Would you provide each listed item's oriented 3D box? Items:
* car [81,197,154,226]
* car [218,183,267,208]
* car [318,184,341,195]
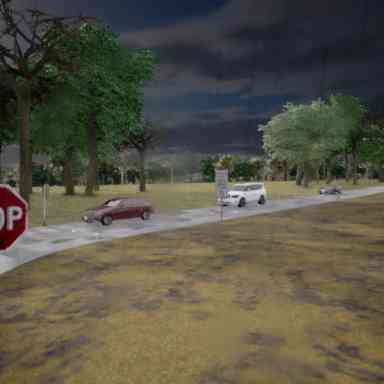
[{"bbox_3d":[-4.292,1.060,19.870,1.812,1.442,4.674,1,3,40],"label":"car"},{"bbox_3d":[4.630,0.239,29.923,2.150,2.045,5.566,1,4,42],"label":"car"},{"bbox_3d":[19.064,-0.375,45.965,2.128,1.511,4.902,1,3,42],"label":"car"}]
